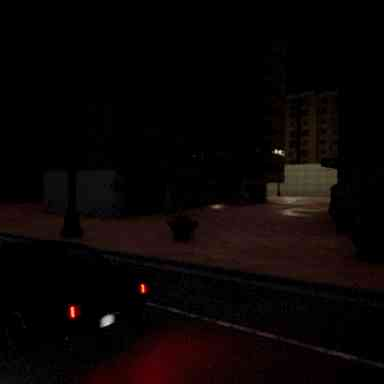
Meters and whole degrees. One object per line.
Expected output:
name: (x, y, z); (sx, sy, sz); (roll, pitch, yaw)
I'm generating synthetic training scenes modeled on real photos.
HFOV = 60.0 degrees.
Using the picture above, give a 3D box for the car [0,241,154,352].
car: (-3.040, 1.585, 6.150); (4.718, 1.301, 1.895); (0, 0, 35)
